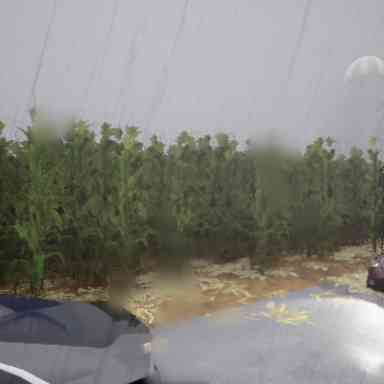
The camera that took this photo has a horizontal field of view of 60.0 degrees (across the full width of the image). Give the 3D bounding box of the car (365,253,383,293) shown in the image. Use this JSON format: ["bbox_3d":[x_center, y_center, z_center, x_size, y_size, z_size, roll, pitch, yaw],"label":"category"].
[{"bbox_3d":[5.802,1.578,7.538,4.181,1.385,1.994,0,0,-35],"label":"car"}]

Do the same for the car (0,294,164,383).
[{"bbox_3d":[-2.462,1.488,1.728,4.902,1.511,2.128,0,0,-35],"label":"car"}]
